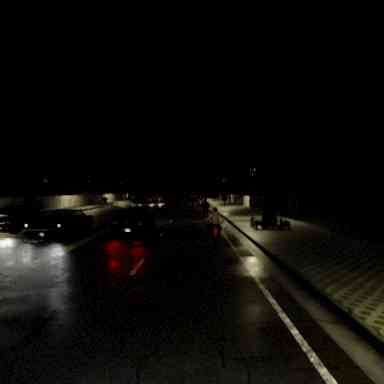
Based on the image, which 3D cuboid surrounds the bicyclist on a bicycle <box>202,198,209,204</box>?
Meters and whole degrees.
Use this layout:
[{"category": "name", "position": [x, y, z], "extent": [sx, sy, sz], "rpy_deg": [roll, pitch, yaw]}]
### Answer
[{"category": "bicyclist on a bicycle", "position": [0.935, 1.301, 22.885], "extent": [0.659, 1.776, 1.843], "rpy_deg": [0, 0, 0]}]

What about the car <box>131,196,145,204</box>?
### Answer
[{"category": "car", "position": [-9.707, 1.373, 60.618], "extent": [2.033, 1.411, 5.357], "rpy_deg": [0, 0, 1]}]

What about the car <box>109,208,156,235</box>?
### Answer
[{"category": "car", "position": [-3.117, 1.545, 18.419], "extent": [1.895, 1.301, 4.718], "rpy_deg": [0, 0, 0]}]

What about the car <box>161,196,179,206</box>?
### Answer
[{"category": "car", "position": [-3.065, 1.328, 50.014], "extent": [1.882, 1.535, 5.008], "rpy_deg": [0, 0, 0]}]

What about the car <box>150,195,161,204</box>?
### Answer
[{"category": "car", "position": [-6.458, 1.303, 60.733], "extent": [1.882, 1.535, 5.008], "rpy_deg": [0, 0, 1]}]

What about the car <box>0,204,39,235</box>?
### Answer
[{"category": "car", "position": [-9.818, 1.449, 18.434], "extent": [1.837, 1.490, 4.892], "rpy_deg": [0, 0, 0]}]

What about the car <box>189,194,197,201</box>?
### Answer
[{"category": "car", "position": [0.131, 1.322, 78.325], "extent": [1.812, 1.442, 4.674], "rpy_deg": [0, 0, 0]}]

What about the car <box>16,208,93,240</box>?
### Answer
[{"category": "car", "position": [-6.570, 1.550, 16.768], "extent": [1.895, 1.301, 4.718], "rpy_deg": [0, 0, 0]}]

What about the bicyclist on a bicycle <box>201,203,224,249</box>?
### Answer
[{"category": "bicyclist on a bicycle", "position": [0.915, 1.396, 13.318], "extent": [0.866, 1.612, 1.509], "rpy_deg": [0, 0, 0]}]

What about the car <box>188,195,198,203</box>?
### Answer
[{"category": "car", "position": [0.199, 1.307, 65.855], "extent": [2.128, 1.511, 4.902], "rpy_deg": [0, 0, 0]}]
